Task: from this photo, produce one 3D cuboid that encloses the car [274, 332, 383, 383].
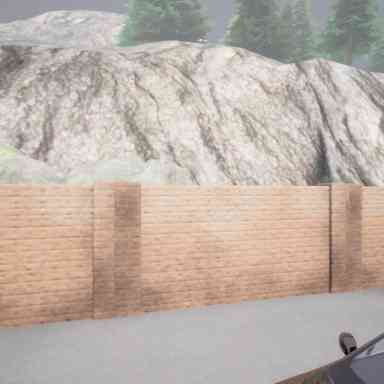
[{"bbox_3d":[2.178,1.492,1.904,4.902,1.511,2.128,0,0,-18],"label":"car"}]
